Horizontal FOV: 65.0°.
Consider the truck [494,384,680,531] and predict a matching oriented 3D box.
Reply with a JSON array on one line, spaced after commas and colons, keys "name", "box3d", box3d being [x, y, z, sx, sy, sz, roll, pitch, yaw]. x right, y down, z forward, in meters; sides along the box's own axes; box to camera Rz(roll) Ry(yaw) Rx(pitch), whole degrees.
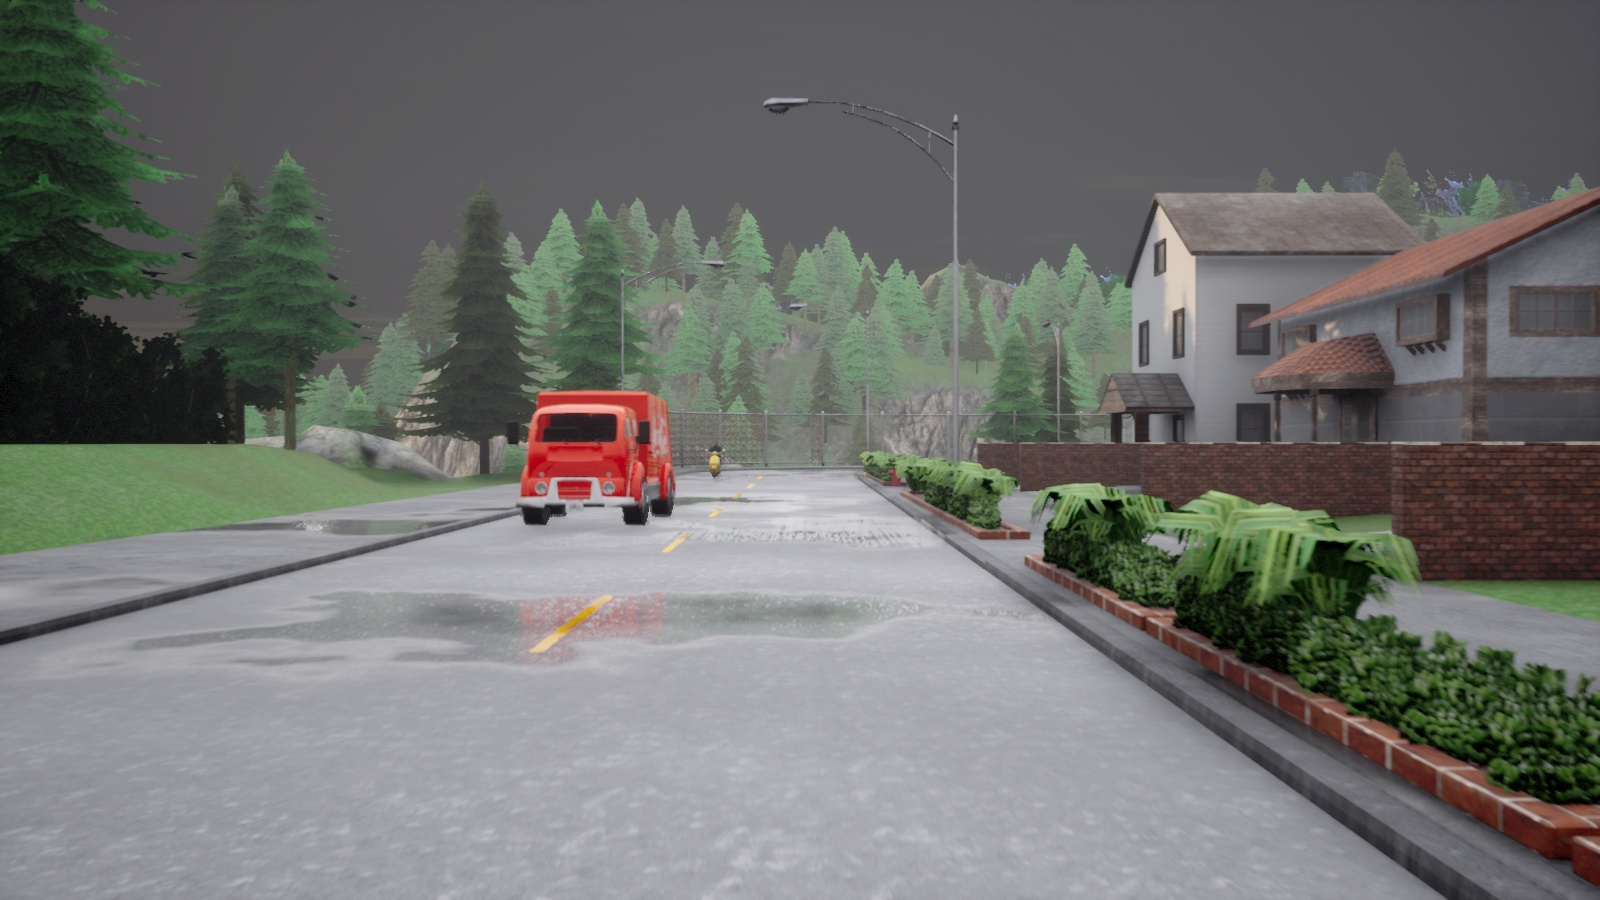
[{"name": "truck", "box3d": [-3.849, 0.127, 23.816, 2.627, 2.467, 5.204, 0, 0, 0]}]

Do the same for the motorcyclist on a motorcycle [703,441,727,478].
[{"name": "motorcyclist on a motorcycle", "box3d": [-3.648, 0.393, 54.006, 0.866, 1.590, 1.817, 0, 0, 1]}]
